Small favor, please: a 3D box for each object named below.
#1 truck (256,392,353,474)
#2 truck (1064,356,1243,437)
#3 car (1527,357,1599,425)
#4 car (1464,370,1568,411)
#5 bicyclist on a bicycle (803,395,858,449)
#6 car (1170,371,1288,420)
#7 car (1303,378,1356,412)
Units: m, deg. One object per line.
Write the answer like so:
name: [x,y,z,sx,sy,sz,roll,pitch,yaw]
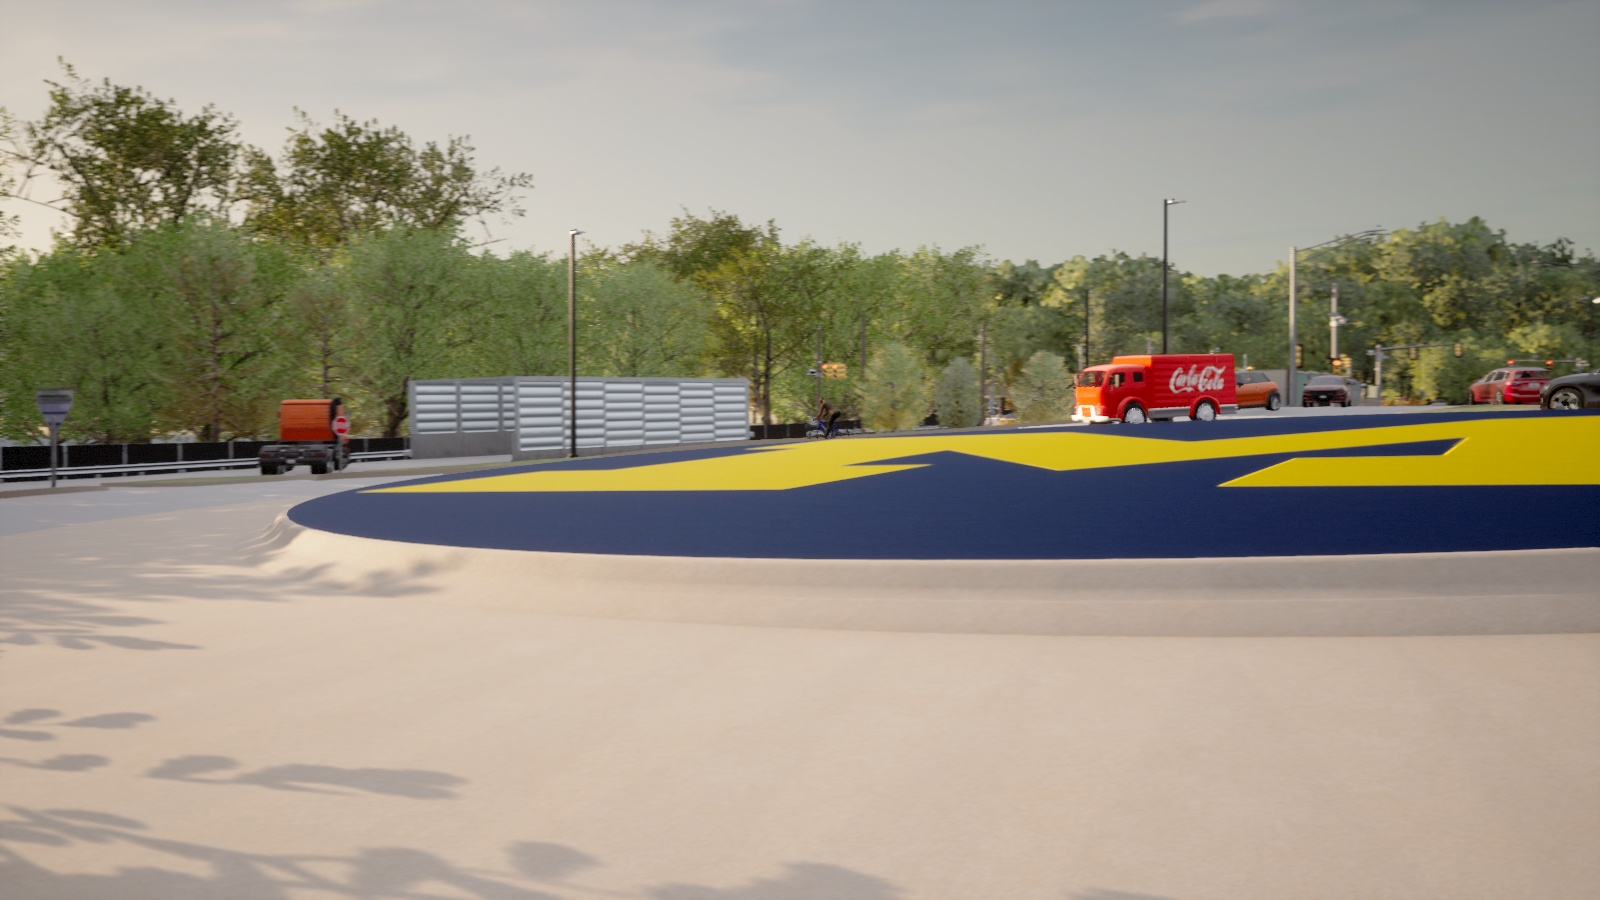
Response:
truck: [-22.443,-0.843,57.289,2.891,3.462,7.936,0,2,-13]
truck: [11.809,-1.843,41.968,5.204,2.467,2.627,-3,4,-22]
car: [21.069,-1.475,31.153,2.033,1.649,4.856,0,0,-32]
car: [30.540,-2.538,53.749,2.242,1.667,4.611,0,2,7]
bicyclist on a bicycle: [1.002,-0.923,41.413,1.656,1.620,0.582,-6,-2,38]
car: [17.278,-2.213,50.531,4.553,1.767,2.097,-4,3,-33]
car: [24.899,-2.587,59.001,1.882,1.535,5.008,1,2,27]
